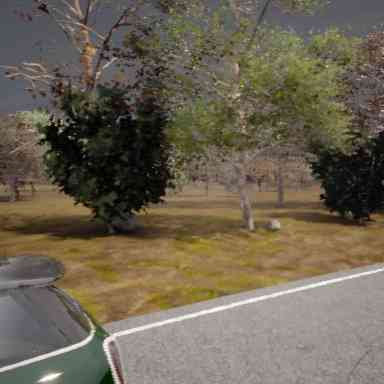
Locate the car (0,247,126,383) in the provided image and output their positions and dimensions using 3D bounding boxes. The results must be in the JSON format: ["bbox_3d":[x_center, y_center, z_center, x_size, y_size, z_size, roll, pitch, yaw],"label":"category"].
[{"bbox_3d":[-2.691,1.345,1.928,4.553,1.767,2.097,0,0,-35],"label":"car"}]
